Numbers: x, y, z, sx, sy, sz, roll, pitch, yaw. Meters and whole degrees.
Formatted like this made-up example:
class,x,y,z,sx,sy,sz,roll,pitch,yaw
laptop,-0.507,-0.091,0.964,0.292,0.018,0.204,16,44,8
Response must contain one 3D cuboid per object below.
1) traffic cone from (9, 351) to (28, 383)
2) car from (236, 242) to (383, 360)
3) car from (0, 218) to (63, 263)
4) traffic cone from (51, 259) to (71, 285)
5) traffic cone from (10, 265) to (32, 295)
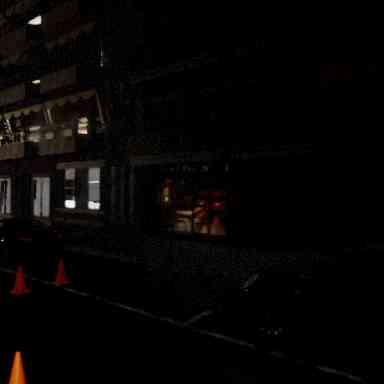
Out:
class,x,y,z,sx,sy,sz,roll,pitch,yaw
traffic cone,-1.807,1.951,3.453,0.340,0.580,0.340,0,0,37
car,2.704,1.493,5.052,4.097,1.590,1.967,0,0,37
car,-6.190,1.558,11.637,4.206,1.307,1.802,0,0,37
traffic cone,-3.235,1.952,8.244,0.340,0.580,0.340,0,0,37
traffic cone,-3.830,1.943,7.441,0.340,0.580,0.340,0,0,37
